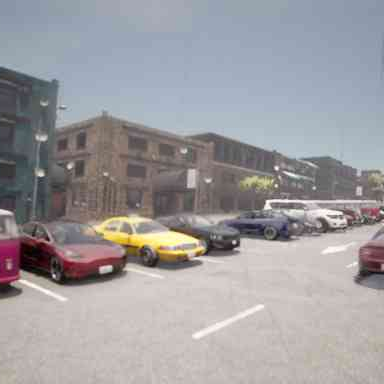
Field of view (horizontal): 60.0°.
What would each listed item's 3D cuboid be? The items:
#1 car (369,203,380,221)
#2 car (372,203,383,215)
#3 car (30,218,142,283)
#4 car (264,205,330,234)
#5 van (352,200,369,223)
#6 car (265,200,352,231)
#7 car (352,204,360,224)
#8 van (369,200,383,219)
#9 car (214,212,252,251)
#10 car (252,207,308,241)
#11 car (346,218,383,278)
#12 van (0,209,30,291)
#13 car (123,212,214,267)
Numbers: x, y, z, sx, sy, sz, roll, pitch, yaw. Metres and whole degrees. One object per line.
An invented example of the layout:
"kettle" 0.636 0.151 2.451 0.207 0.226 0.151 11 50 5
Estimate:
"car" 13.101 1.950 28.848 4.892 1.521 2.231 0 -1 43
"car" 26.436 2.285 43.235 4.892 1.521 2.231 0 -2 43
"car" -3.996 1.630 10.303 4.792 1.488 2.163 0 -1 43
"car" 5.488 1.782 20.612 4.892 1.521 2.231 0 -1 43
"van" 11.289 1.680 26.711 4.442 1.987 1.878 0 -1 43
"car" 7.419 1.572 22.654 5.566 2.045 2.435 0 -1 43
"car" 9.296 1.865 24.732 5.008 1.535 2.097 0 -1 43
"van" 14.926 1.765 30.984 4.442 1.987 1.878 0 -1 43
"car" -0.218 1.667 14.441 5.008 1.535 2.097 0 -1 43
"car" 3.571 1.771 18.574 4.792 1.488 2.163 0 -1 43
"car" 6.291 1.674 9.668 1.812 1.442 4.674 -1 -1 43
"van" -6.005 1.342 8.346 4.442 1.987 1.878 0 -1 43
"car" -1.979 1.629 12.255 5.366 1.575 1.946 0 -1 43
